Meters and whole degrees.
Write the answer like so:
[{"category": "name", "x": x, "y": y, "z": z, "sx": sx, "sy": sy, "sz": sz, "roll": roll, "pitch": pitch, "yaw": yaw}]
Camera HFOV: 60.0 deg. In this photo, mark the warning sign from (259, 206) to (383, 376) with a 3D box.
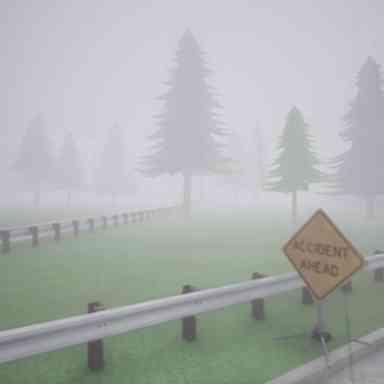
[{"category": "warning sign", "x": 1.786, "y": 1.152, "z": 4.591, "sx": 1.060, "sy": 1.860, "sz": 1.300, "roll": 1, "pitch": 0, "yaw": -35}]
